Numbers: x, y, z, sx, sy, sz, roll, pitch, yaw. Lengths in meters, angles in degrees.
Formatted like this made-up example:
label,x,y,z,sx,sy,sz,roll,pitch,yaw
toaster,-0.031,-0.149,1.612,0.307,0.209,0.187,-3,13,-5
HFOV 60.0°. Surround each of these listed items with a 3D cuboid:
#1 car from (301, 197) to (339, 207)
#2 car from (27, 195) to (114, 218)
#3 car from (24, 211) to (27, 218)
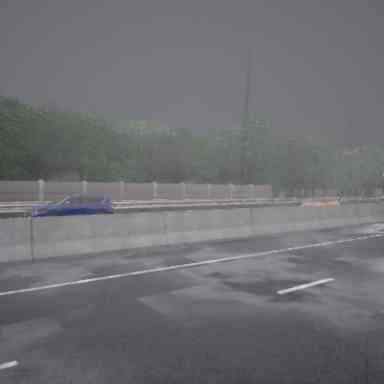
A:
label,x,y,z,sx,sy,sz,roll,pitch,yaw
car,13.583,1.356,35.170,4.553,1.767,2.097,0,0,-35
car,-8.372,1.219,23.799,5.566,2.045,2.150,0,0,-35
car,-10.315,1.502,25.824,4.892,1.490,1.837,0,0,-38
